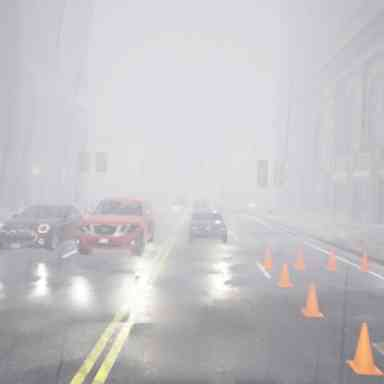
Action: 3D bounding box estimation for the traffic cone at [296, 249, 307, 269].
[{"bbox_3d":[3.385,2.083,10.390,0.340,0.580,0.340,1,0,1],"label":"traffic cone"}]

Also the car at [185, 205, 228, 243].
[{"bbox_3d":[0.737,1.637,16.776,2.033,1.411,5.357,1,0,1],"label":"car"}]

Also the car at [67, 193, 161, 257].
[{"bbox_3d":[-2.762,1.215,13.396,2.150,2.045,5.566,1,0,1],"label":"car"}]

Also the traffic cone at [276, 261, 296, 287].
[{"bbox_3d":[2.351,2.050,8.408,0.340,0.580,0.340,1,0,1],"label":"traffic cone"}]

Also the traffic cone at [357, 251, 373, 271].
[{"bbox_3d":[5.384,2.130,10.355,0.340,0.580,0.340,1,0,1],"label":"traffic cone"}]

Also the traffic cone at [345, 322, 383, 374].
[{"bbox_3d":[2.280,2.031,4.409,0.340,0.580,0.340,1,0,1],"label":"traffic cone"}]

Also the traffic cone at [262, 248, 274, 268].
[{"bbox_3d":[2.385,2.059,10.408,0.340,0.580,0.340,1,0,1],"label":"traffic cone"}]

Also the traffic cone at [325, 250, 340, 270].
[{"bbox_3d":[4.385,2.106,10.373,0.340,0.580,0.340,1,0,1],"label":"traffic cone"}]

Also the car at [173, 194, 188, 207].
[{"bbox_3d":[-1.935,1.392,56.573,2.150,2.045,5.566,1,0,2],"label":"car"}]

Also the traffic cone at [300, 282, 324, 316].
[{"bbox_3d":[2.315,2.041,6.408,0.340,0.580,0.340,1,0,1],"label":"traffic cone"}]

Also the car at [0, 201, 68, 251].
[{"bbox_3d":[-6.009,1.270,13.669,2.097,1.767,4.553,1,0,1],"label":"car"}]

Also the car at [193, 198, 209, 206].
[{"bbox_3d":[1.242,1.559,45.241,2.097,1.767,4.553,1,0,1],"label":"car"}]

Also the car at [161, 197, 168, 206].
[{"bbox_3d":[-5.194,1.570,56.661,1.882,1.535,5.008,1,0,2],"label":"car"}]
